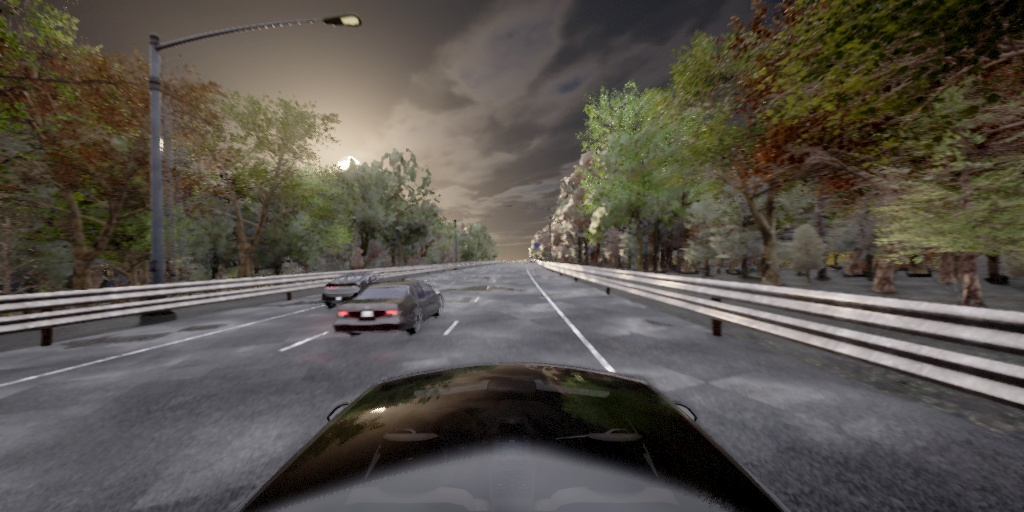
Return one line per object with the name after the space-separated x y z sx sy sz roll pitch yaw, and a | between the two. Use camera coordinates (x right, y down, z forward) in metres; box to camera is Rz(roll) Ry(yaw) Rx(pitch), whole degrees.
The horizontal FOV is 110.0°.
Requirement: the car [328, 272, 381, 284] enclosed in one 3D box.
-6.901 1.507 16.718 2.128 1.511 4.902 -1 0 0 | car

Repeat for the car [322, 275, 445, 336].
-3.431 1.443 11.028 2.033 1.411 5.357 -1 0 0 | car
